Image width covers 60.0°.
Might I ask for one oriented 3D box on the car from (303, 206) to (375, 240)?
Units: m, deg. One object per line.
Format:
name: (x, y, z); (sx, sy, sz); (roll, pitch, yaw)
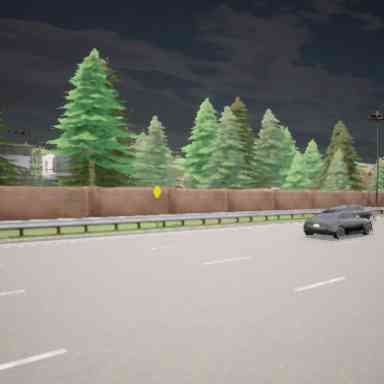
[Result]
car: (7.939, 1.683, 18.006); (4.181, 1.385, 1.994); (0, 0, -35)

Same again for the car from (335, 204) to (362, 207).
car: (11.971, 1.677, 25.180); (4.892, 1.490, 1.837); (0, 0, -35)
